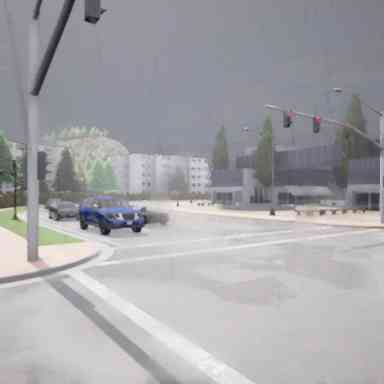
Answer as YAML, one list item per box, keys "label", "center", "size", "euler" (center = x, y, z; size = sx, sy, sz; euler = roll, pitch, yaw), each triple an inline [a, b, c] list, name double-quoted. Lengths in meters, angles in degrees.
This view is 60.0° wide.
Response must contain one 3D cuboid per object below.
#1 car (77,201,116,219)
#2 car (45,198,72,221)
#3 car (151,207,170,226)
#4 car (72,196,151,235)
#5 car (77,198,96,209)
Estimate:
- label: "car"
  center: [-9.068, 1.608, 31.367]
  size: [2.033, 1.411, 5.357]
  euler: [0, 0, -33]
- label: "car"
  center: [-10.596, 1.549, 27.574]
  size: [1.837, 1.490, 4.892]
  euler: [0, 0, -33]
- label: "car"
  center: [-3.513, 1.657, 23.483]
  size: [1.895, 1.301, 4.718]
  euler: [0, 0, -36]
- label: "car"
  center: [-4.881, 1.262, 19.467]
  size: [2.150, 2.045, 5.566]
  euler: [0, 0, -37]
- label: "car"
  center: [-14.945, 1.595, 47.356]
  size: [1.837, 1.490, 4.892]
  euler: [0, -1, -9]
